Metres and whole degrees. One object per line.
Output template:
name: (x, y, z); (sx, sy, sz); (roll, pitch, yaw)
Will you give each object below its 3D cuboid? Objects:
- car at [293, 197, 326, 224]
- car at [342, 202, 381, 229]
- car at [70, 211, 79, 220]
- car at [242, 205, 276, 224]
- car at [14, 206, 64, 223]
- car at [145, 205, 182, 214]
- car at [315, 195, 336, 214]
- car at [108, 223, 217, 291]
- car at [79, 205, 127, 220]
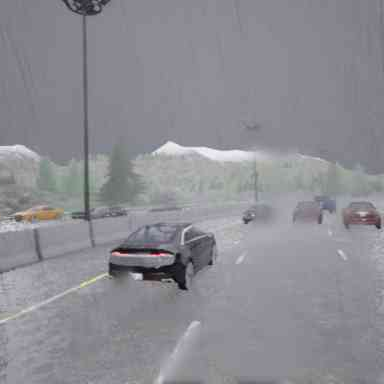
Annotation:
car: (9.405, 1.514, 26.817); (2.097, 1.767, 4.553); (-1, -1, 23)
car: (11.387, 1.428, 22.613); (2.097, 1.767, 4.553); (-1, -1, 22)
car: (-10.367, 2.210, 34.540); (1.895, 1.301, 4.718); (-1, -1, 24)
car: (5.491, 1.779, 26.745); (2.033, 1.411, 5.357); (-1, -1, 23)
car: (-14.924, 2.145, 32.682); (1.882, 1.535, 5.008); (-1, -1, 23)
car: (-2.806, 2.019, 34.355); (2.033, 1.411, 5.357); (-1, -1, 25)
car: (15.524, 1.428, 39.035); (2.150, 2.045, 5.566); (-1, 0, 29)
car: (-0.561, 1.619, 9.502); (2.128, 1.511, 4.902); (-1, -1, 16)
car: (-7.964, 2.030, 31.219); (1.837, 1.490, 4.892); (-1, -1, 23)
